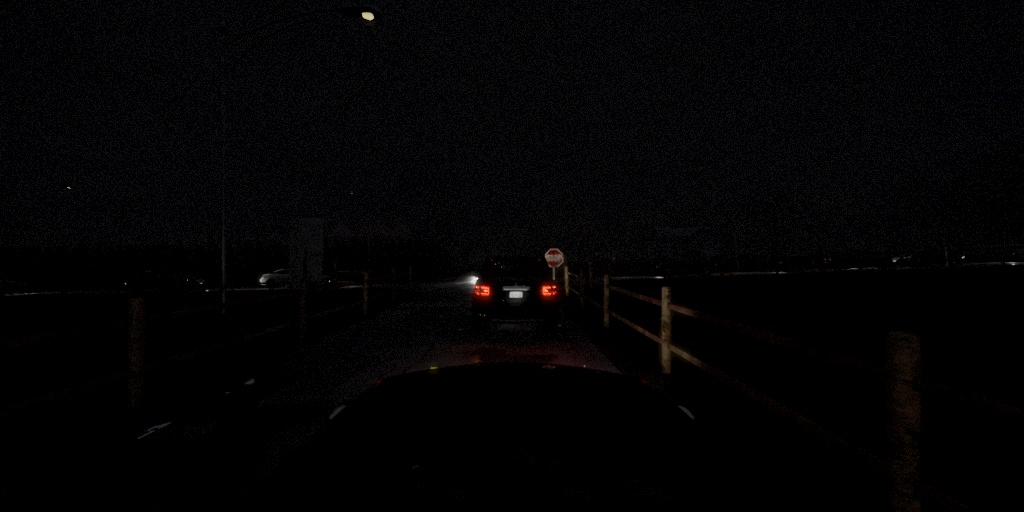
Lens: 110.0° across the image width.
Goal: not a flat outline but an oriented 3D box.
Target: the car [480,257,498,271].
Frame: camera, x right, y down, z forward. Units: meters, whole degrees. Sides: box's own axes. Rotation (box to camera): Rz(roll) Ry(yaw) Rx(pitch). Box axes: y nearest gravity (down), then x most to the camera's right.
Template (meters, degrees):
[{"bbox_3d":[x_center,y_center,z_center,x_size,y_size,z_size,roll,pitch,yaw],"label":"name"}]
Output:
[{"bbox_3d":[-2.945,1.073,47.630,2.097,1.767,4.553,0,0,0],"label":"car"}]

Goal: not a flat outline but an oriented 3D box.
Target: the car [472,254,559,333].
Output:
[{"bbox_3d":[0.060,0.975,10.857,2.150,2.045,5.566,0,0,-1],"label":"car"}]

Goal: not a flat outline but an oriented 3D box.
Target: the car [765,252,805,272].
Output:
[{"bbox_3d":[23.152,0.415,28.829,5.008,1.535,1.882,-2,-2,0],"label":"car"}]

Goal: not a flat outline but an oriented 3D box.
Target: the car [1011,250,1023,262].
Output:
[{"bbox_3d":[43.376,-0.328,28.847,4.674,1.442,1.812,-2,-2,0],"label":"car"}]

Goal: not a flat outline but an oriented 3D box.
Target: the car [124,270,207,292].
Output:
[{"bbox_3d":[-24.773,1.754,25.743,4.902,1.511,2.128,-1,-2,0],"label":"car"}]

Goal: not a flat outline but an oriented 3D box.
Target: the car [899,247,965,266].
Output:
[{"bbox_3d":[33.221,0.038,28.853,4.902,1.511,2.128,-2,-2,0],"label":"car"}]

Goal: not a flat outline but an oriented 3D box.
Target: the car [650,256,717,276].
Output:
[{"bbox_3d":[13.674,0.776,28.776,5.008,1.535,1.882,-2,-2,-1],"label":"car"}]

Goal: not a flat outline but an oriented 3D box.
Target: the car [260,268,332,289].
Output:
[{"bbox_3d":[-15.444,1.589,25.763,4.674,1.442,1.812,-1,-2,0],"label":"car"}]

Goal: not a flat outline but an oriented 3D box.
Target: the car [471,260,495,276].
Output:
[{"bbox_3d":[-2.932,1.225,37.388,2.128,1.511,4.902,0,0,0],"label":"car"}]

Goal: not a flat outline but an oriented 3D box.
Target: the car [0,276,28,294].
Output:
[{"bbox_3d":[-37.873,2.050,25.720,4.674,1.442,1.812,-1,-2,0],"label":"car"}]

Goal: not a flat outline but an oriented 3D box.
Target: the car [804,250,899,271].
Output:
[{"bbox_3d":[24.399,0.305,25.883,4.674,1.442,1.812,-2,-2,0],"label":"car"}]
